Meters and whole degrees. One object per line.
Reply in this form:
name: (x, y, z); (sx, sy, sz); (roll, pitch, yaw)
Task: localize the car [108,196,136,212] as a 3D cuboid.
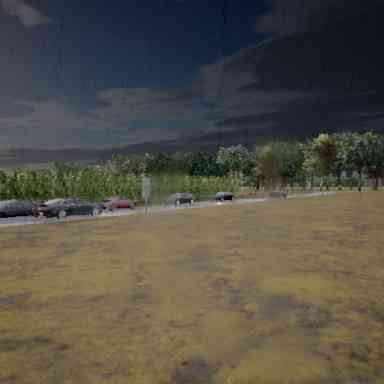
car: (-7.396, 1.113, 32.449); (1.994, 1.385, 4.181); (0, 1, 34)

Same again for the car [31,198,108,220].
car: (-9.045, 1.186, 25.044); (1.837, 1.490, 4.892); (0, 1, 36)

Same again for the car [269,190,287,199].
car: (15.543, 0.368, 59.842); (1.882, 1.535, 5.008); (0, 1, 35)

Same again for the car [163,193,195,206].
car: (-1.519, 0.865, 40.751); (1.837, 1.490, 4.892); (0, 1, 36)

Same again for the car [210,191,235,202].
car: (4.556, 0.644, 49.303); (1.882, 1.535, 5.008); (0, 1, 36)

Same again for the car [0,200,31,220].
car: (-13.032, 1.281, 24.373); (2.033, 1.411, 5.357); (0, 1, 34)
